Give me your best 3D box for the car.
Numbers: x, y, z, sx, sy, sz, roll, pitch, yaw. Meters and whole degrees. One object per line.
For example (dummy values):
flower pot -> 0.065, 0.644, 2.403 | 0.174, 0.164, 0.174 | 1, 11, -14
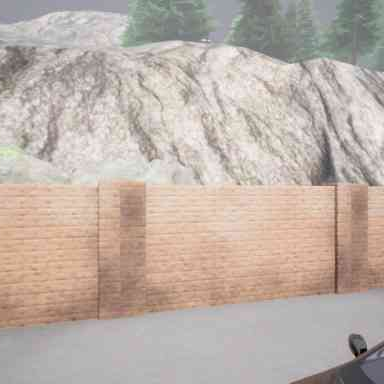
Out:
car -> 2.235, 1.492, 1.870 | 4.902, 1.511, 2.128 | 0, 0, -18
